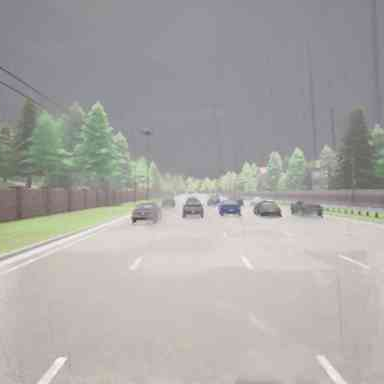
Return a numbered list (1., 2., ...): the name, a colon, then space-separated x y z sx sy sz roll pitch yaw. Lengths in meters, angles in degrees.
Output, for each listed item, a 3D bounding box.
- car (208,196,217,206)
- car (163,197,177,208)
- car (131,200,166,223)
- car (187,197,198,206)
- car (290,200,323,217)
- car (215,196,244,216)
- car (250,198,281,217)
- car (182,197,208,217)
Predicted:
1. car: 3.586 1.384 54.016 2.097 1.767 4.553 0 0 0
2. car: -3.427 1.533 49.393 1.837 1.490 4.892 0 0 0
3. car: -3.401 1.561 25.606 2.033 1.411 5.357 0 0 0
4. car: 0.089 1.530 54.291 1.837 1.490 4.892 0 -1 0
5. car: 10.599 1.522 31.126 1.837 1.490 4.892 0 0 0
6. car: 3.600 1.495 32.760 1.882 1.535 5.008 0 0 0
7. car: 7.099 1.581 31.767 1.994 1.385 4.181 0 0 0
8. car: 0.099 1.508 31.062 2.128 1.511 4.902 0 0 0
